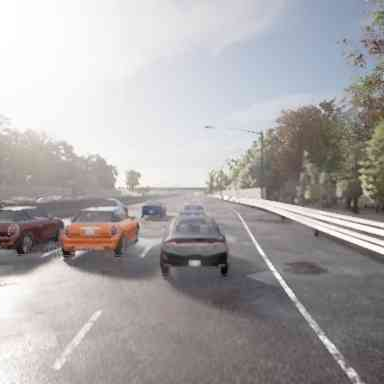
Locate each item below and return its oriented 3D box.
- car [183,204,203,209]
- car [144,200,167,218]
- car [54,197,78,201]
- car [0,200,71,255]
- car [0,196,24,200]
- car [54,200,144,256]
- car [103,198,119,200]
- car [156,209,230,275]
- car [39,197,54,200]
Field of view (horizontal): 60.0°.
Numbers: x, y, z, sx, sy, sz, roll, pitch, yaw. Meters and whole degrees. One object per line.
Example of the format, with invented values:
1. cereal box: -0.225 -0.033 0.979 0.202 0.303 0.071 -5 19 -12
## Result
1. car: 0.064 1.564 24.086 2.033 1.411 5.357 0 0 0
2. car: -3.415 1.500 30.482 1.882 1.535 5.008 0 0 0
3. car: -17.582 1.554 47.741 1.837 1.490 4.892 0 -1 0
4. car: -6.917 1.359 13.525 2.097 1.767 4.553 0 0 0
5. car: -24.584 1.646 46.497 1.895 1.301 4.718 0 0 0
6. car: -3.416 1.360 13.261 2.097 1.767 4.553 0 0 0
7. car: -6.920 1.372 28.650 2.097 1.767 4.553 0 0 0
8. car: 0.073 1.498 10.438 2.128 1.511 4.902 0 0 0
9. car: -21.079 1.541 47.977 2.128 1.511 4.902 0 0 0
